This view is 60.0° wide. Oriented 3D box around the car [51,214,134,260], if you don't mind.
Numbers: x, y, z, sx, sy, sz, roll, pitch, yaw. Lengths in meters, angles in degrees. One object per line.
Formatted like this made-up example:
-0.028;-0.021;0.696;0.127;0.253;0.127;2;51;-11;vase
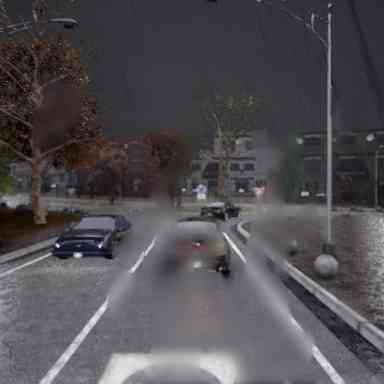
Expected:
-3.538;1.595;13.021;2.033;1.411;5.357;0;0;1;car

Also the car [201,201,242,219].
2.483;1.480;26.992;1.882;1.535;5.008;0;0;28;car

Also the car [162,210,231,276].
0.115;1.548;10.515;1.837;1.490;4.892;0;0;0;car
